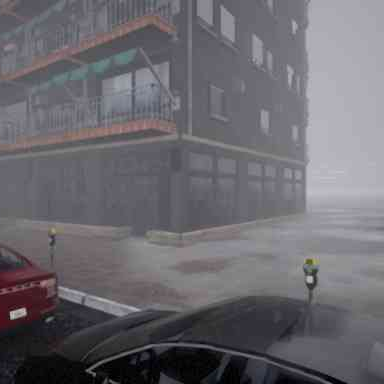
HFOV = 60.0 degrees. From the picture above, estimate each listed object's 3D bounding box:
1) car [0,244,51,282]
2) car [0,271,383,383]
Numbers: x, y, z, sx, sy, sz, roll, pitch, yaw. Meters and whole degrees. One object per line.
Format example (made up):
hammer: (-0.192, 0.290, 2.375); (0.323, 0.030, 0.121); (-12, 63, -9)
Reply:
car: (-4.205, 1.537, 5.876); (4.507, 1.381, 1.887); (0, 0, 36)
car: (0.383, 1.565, 2.602); (4.313, 1.339, 1.947); (0, 0, 36)
